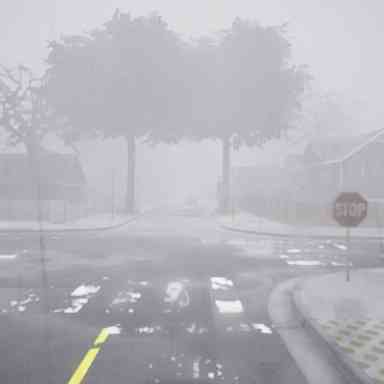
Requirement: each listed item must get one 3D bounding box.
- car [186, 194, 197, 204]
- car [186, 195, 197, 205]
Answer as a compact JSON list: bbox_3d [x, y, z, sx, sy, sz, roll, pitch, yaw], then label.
[{"bbox_3d":[-0.088,1.378,67.145,2.097,1.767,4.553,0,0,0],"label":"car"},{"bbox_3d":[-0.075,1.572,57.126,1.994,1.385,4.181,0,0,0],"label":"car"}]
